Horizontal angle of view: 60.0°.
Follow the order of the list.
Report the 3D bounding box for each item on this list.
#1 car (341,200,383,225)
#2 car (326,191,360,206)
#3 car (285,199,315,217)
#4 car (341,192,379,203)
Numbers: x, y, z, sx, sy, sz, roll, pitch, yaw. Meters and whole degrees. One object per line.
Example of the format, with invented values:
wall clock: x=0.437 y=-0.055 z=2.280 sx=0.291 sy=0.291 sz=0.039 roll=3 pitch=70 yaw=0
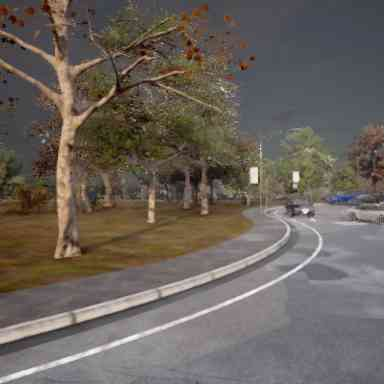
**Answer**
car: x=12.902 y=1.488 z=23.171 sx=1.895 sy=1.301 sz=4.718 roll=-1 pitch=0 yaw=-10
car: x=21.828 y=0.840 z=47.569 sx=5.566 sy=2.045 sz=2.150 roll=-1 pitch=0 yaw=-23
car: x=9.498 y=1.366 z=29.528 sx=2.128 sy=1.511 sz=4.902 roll=-1 pitch=1 yaw=6
car: x=22.758 y=1.136 z=44.424 sx=4.892 sy=1.490 sz=1.837 roll=-1 pitch=-1 yaw=-24
